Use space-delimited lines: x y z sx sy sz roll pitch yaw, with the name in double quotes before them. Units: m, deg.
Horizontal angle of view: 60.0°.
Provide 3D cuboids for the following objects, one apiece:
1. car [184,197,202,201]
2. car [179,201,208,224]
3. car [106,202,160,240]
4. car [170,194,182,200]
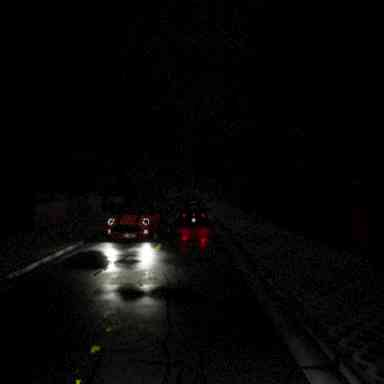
"car" 0.111 1.395 41.210 1.837 1.490 4.892 0 0 0
"car" 0.107 1.552 23.910 1.895 1.301 4.718 0 0 0
"car" -2.845 1.315 16.767 2.097 1.767 4.553 0 0 0
"car" -2.734 0.914 57.216 1.812 1.442 4.674 0 1 0
